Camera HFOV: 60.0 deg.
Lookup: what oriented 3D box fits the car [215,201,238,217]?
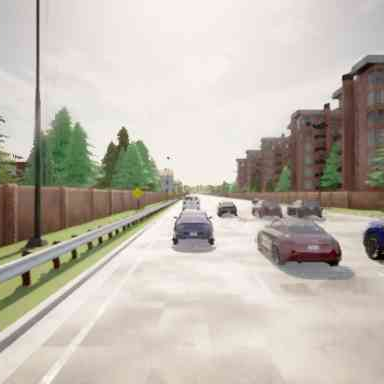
[{"bbox_3d":[3.458,1.659,33.720,1.837,1.490,4.892,0,0,0],"label":"car"}]

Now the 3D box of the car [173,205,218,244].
[{"bbox_3d":[0.058,1.599,16.206,1.812,1.442,4.674,0,0,0],"label":"car"}]

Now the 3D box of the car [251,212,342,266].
[{"bbox_3d":[3.575,1.618,11.827,1.994,1.385,4.181,0,0,0],"label":"car"}]

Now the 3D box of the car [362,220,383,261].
[{"bbox_3d":[7.087,1.266,9.356,2.150,2.045,5.566,0,0,0],"label":"car"}]

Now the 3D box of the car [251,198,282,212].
[{"bbox_3d":[6.969,1.493,31.416,2.097,1.767,4.553,0,0,0],"label":"car"}]

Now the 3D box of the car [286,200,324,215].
[{"bbox_3d":[10.469,1.493,31.345,2.097,1.767,4.553,0,0,0],"label":"car"}]

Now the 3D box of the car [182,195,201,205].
[{"bbox_3d":[-0.085,1.409,41.116,2.150,2.045,5.566,0,0,0],"label":"car"}]

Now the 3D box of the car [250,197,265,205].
[{"bbox_3d":[13.659,1.852,69.161,2.033,1.411,5.357,0,0,0],"label":"car"}]

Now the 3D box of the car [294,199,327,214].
[{"bbox_3d":[13.863,1.669,39.201,2.128,1.511,4.902,0,0,0],"label":"car"}]
